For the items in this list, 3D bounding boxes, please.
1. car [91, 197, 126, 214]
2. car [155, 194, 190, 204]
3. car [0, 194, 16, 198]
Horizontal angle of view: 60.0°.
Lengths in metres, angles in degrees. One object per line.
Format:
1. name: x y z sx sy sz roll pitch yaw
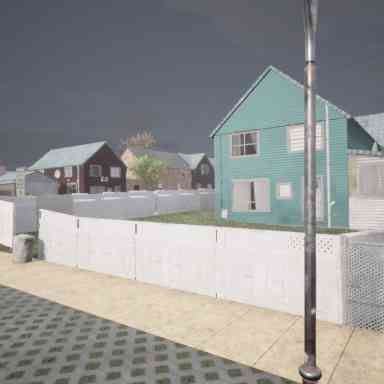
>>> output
1. car: -7.549 0.950 28.692 1.882 1.535 5.008 -1 1 35
2. car: -1.981 0.690 36.620 1.882 1.535 5.008 -1 1 35
3. car: -12.718 1.067 21.325 2.097 1.767 4.553 -1 1 35
